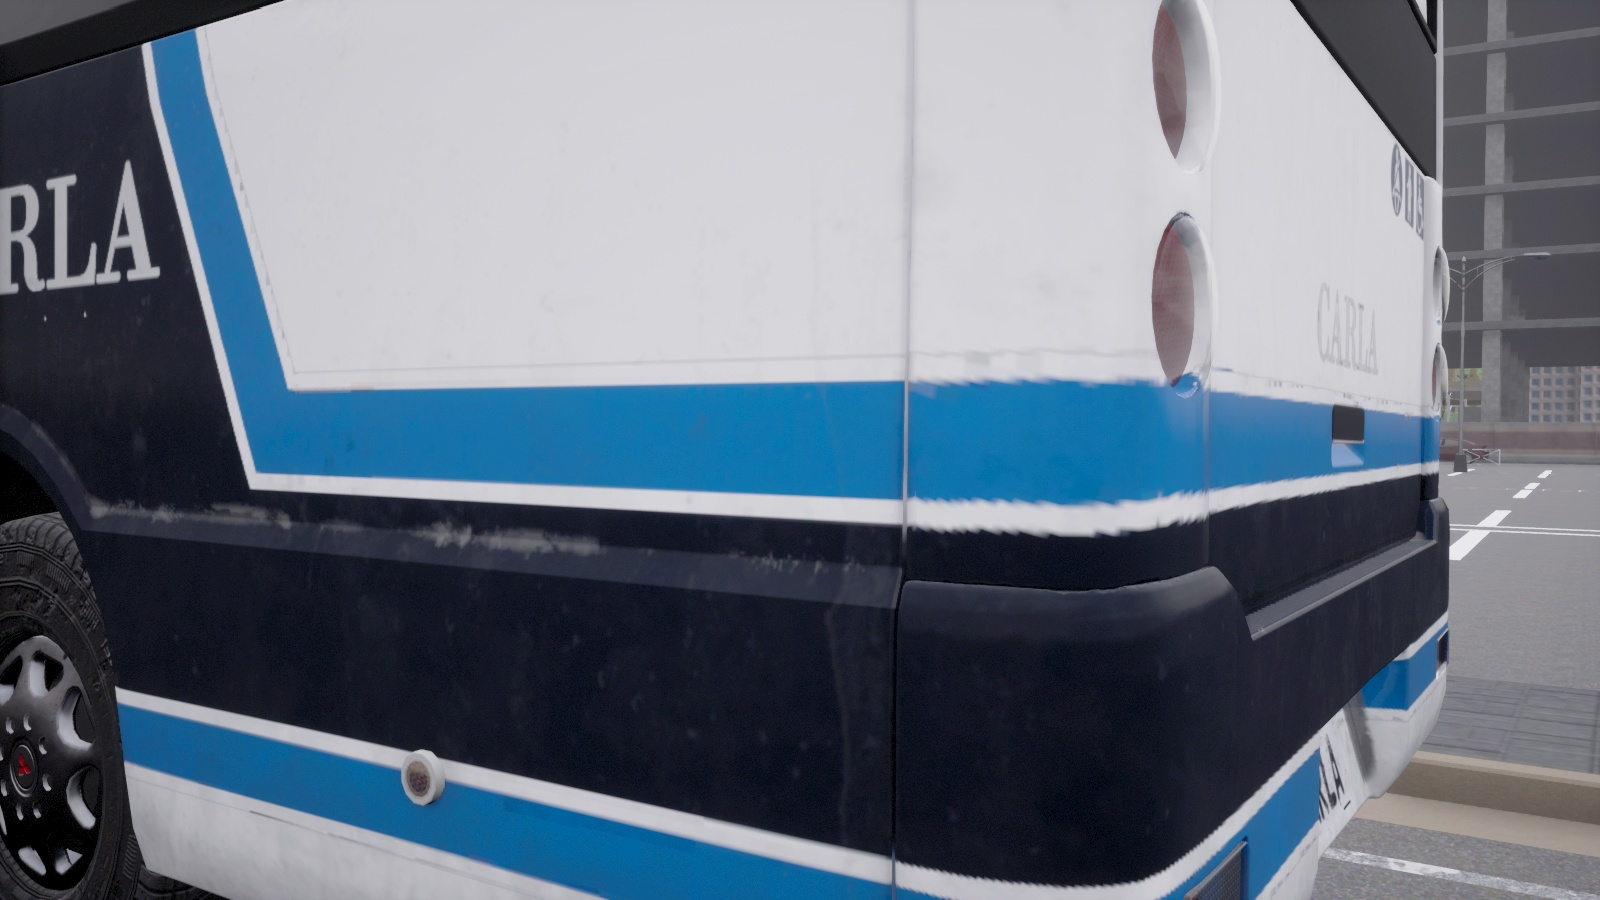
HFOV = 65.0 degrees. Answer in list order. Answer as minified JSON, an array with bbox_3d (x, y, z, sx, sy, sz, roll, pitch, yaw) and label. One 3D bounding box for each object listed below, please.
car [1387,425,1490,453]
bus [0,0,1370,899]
[{"bbox_3d":[35.835,-0.633,70.471,5.008,1.535,1.882,0,1,32],"label":"car"},{"bbox_3d":[-3.296,-0.694,5.768,10.273,4.253,3.944,0,1,33],"label":"bus"}]
